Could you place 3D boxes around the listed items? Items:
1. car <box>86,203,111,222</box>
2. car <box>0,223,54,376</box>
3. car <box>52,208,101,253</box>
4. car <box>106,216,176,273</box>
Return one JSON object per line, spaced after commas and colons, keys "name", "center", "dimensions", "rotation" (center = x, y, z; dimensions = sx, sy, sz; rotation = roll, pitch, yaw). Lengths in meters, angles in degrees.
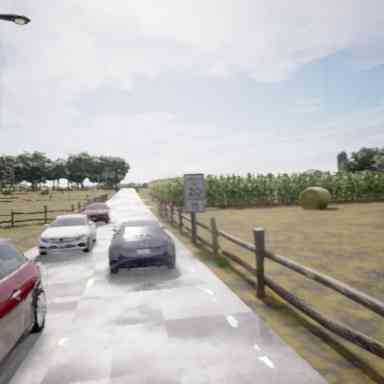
{"name": "car", "center": [-7.428, 1.631, 26.215], "dimensions": [1.882, 1.535, 5.008], "rotation": [-2, 1, -10]}
{"name": "car", "center": [-3.279, 1.492, 3.855], "dimensions": [2.097, 1.767, 4.553], "rotation": [-2, 0, -11]}
{"name": "car", "center": [-5.256, 1.712, 14.545], "dimensions": [1.812, 1.442, 4.674], "rotation": [-2, 0, -11]}
{"name": "car", "center": [-1.721, 1.633, 11.200], "dimensions": [1.994, 1.385, 4.181], "rotation": [-2, 0, -11]}
